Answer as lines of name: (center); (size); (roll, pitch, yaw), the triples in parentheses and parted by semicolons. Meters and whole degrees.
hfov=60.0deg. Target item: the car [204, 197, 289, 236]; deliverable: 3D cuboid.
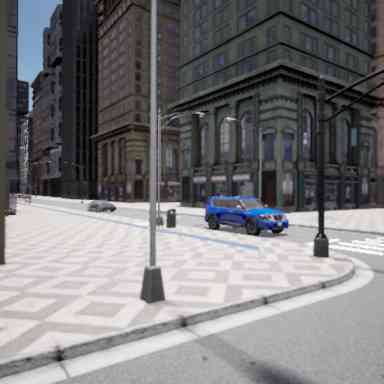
car: (2.998, 1.313, 19.594); (2.150, 2.045, 5.566); (0, 0, -35)

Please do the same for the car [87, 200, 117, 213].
car: (-10.540, 1.617, 38.647); (2.033, 1.411, 5.357); (0, 0, -35)
